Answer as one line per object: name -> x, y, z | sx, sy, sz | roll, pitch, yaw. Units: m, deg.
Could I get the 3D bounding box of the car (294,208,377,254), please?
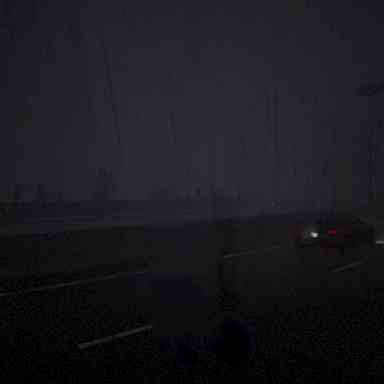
car -> 6.006, 1.575, 13.740 | 4.181, 1.385, 1.994 | 0, 0, -44

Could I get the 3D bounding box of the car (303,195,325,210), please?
car -> 16.765, 1.371, 45.994 | 2.150, 2.045, 5.566 | 0, -1, 26

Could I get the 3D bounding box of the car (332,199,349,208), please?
car -> 19.371, 1.651, 43.471 | 1.812, 1.442, 4.674 | 0, -1, 27

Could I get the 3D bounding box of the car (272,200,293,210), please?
car -> 12.155, 1.749, 44.680 | 1.895, 1.301, 4.718 | 0, 0, 28
